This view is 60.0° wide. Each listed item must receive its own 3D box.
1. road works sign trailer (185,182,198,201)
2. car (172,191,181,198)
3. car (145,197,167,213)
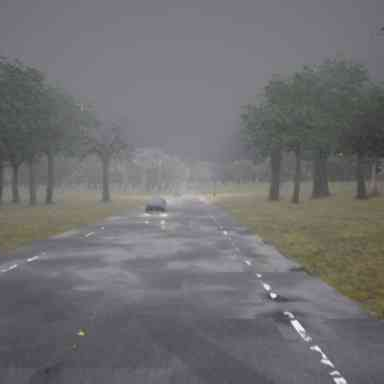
[{"bbox_3d":[-0.002,-0.108,63.930,2.380,3.560,2.880,0,1,0],"label":"road works sign trailer"},{"bbox_3d":[-3.502,0.568,75.630,1.837,1.490,4.892,0,1,0],"label":"car"},{"bbox_3d":[-3.597,1.272,34.059,1.882,1.535,5.008,0,1,0],"label":"car"}]
